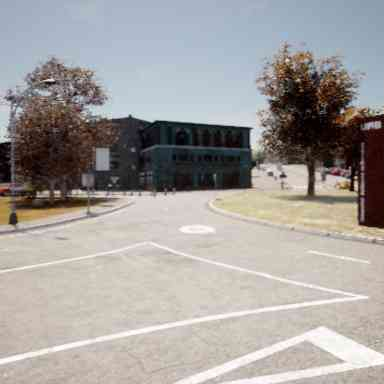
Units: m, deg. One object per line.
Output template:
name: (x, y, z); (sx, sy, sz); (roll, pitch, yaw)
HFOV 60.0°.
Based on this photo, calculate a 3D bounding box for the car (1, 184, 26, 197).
car: (-22.920, 0.036, 44.797); (2.231, 1.521, 4.892); (-1, 2, 11)

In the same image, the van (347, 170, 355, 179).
van: (42.788, -4.091, 84.568); (4.442, 1.987, 1.878); (-2, 6, -12)

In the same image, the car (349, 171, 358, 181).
car: (42.059, -3.518, 81.533); (5.366, 1.575, 1.946); (-2, 7, -11)
